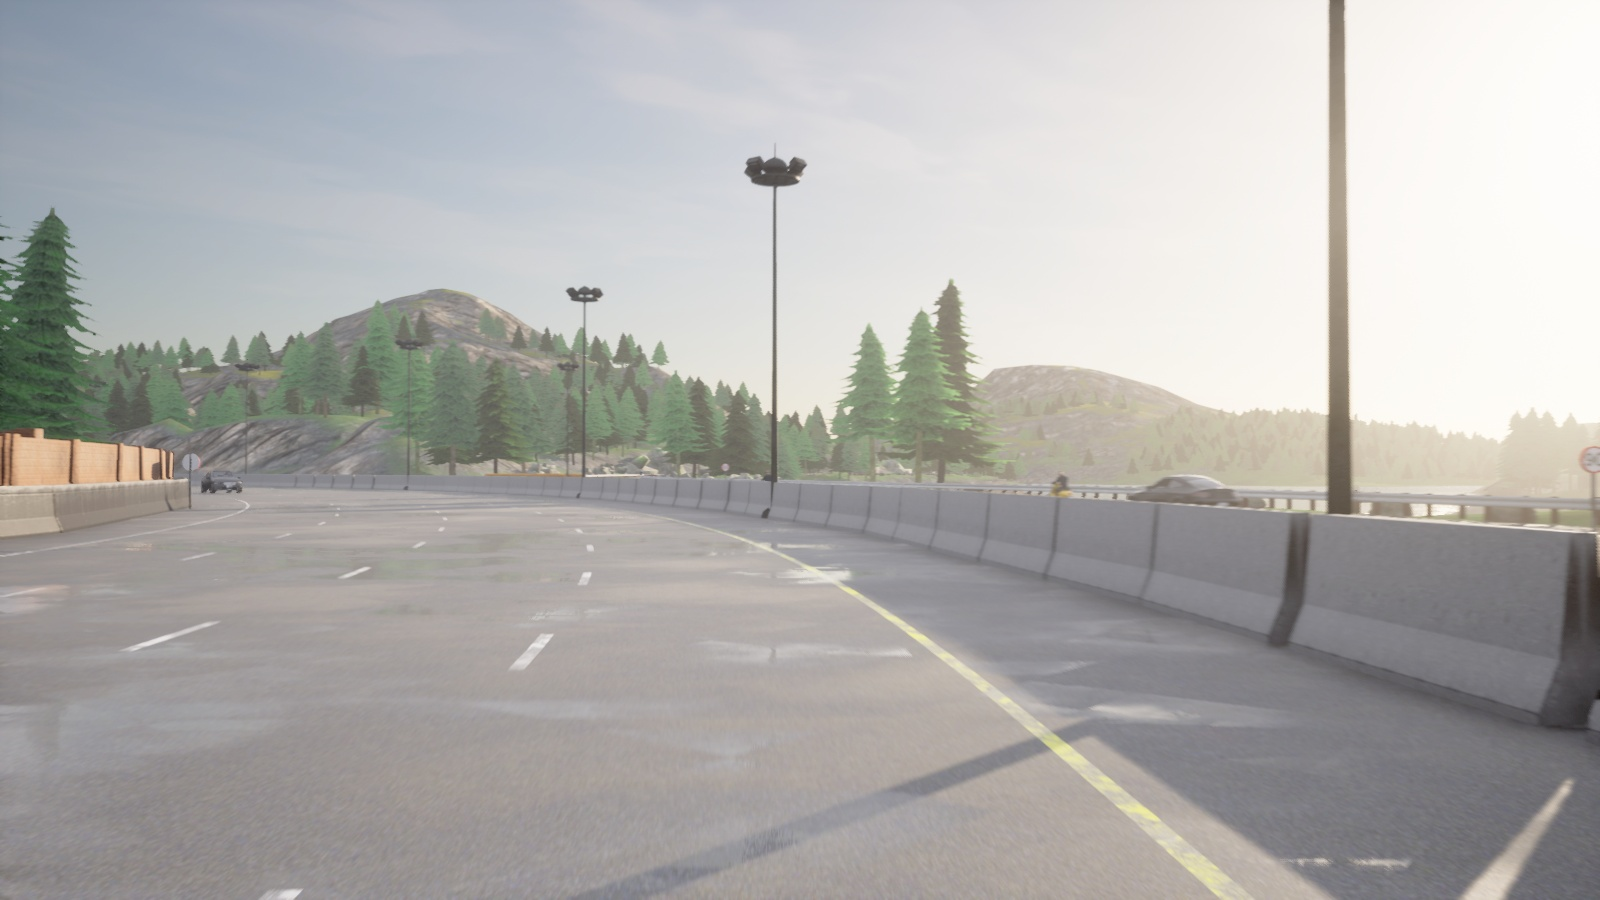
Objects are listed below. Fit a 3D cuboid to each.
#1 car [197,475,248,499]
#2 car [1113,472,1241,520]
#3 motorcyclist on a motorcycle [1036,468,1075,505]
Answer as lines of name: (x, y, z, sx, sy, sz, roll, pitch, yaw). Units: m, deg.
car: (-38.179, 2.404, 82.901, 2.128, 1.511, 4.902, 0, -1, -36)
car: (12.101, 1.439, 40.659, 1.812, 1.442, 4.674, 0, -1, -14)
motorcyclist on a motorcycle: (11.281, 1.619, 55.473, 0.866, 1.590, 1.817, -1, -1, -19)
